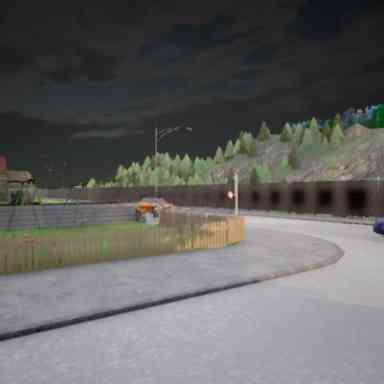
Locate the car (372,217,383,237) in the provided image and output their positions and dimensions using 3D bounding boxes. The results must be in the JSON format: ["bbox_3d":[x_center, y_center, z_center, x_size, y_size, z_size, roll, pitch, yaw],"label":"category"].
[{"bbox_3d":[10.244,1.521,14.153,1.812,1.442,4.674,0,0,-35],"label":"car"}]

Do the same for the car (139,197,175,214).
[{"bbox_3d":[-3.573,1.335,33.567,2.097,1.767,4.553,0,0,-35],"label":"car"}]
